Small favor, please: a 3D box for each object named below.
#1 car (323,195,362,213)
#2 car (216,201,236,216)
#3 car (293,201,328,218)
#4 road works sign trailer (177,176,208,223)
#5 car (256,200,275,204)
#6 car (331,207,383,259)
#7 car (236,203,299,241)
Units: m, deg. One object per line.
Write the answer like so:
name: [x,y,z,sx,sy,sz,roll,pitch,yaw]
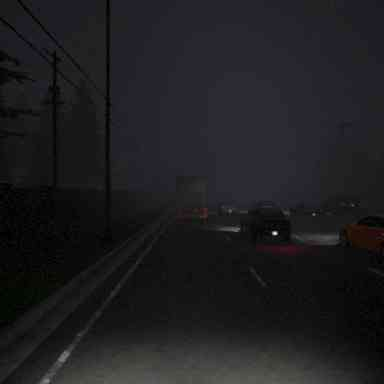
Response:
car: [14.094,1.291,31.857,2.150,2.045,5.566,0,0,0]
car: [3.580,1.599,33.718,1.812,1.442,4.674,0,0,0]
car: [10.594,1.669,31.129,1.895,1.301,4.718,0,0,0]
road works sign trailer: [-0.005,0.521,26.258,2.380,3.560,2.880,0,0,0]
car: [7.095,1.563,32.667,2.128,1.511,4.902,0,0,0]
car: [7.098,1.504,11.923,1.882,1.535,5.008,0,0,0]
car: [3.598,1.542,16.854,1.837,1.490,4.892,0,0,0]
